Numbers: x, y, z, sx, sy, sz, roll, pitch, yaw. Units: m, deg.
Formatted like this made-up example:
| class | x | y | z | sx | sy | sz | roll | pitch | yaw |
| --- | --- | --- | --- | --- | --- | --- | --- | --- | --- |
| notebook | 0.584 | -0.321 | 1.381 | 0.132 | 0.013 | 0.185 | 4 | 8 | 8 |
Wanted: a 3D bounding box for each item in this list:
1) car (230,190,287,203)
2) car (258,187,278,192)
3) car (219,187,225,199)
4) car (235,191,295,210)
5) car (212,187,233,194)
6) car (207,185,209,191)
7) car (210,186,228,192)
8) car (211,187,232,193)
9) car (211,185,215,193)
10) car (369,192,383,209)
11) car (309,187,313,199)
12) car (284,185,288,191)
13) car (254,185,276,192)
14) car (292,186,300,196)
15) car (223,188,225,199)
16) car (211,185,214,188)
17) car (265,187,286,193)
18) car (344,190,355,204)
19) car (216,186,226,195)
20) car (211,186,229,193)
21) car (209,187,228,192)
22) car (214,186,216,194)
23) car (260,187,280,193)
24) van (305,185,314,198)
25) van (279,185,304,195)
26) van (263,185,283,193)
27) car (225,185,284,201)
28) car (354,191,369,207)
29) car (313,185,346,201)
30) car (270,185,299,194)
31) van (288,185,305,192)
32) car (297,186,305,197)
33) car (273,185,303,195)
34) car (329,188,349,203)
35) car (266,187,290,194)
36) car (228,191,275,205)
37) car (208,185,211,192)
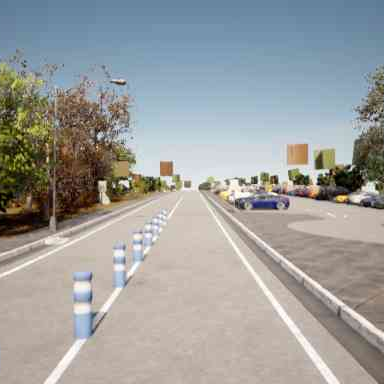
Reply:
| class | x | y | z | sx | sy | sz | roll | pitch | yaw |
| --- | --- | --- | --- | --- | --- | --- | --- | --- | --- |
| car | 6.830 | 0.830 | 34.290 | 5.008 | 1.535 | 2.097 | 0 | 2 | 0 |
| car | 20.366 | -0.680 | 89.544 | 5.008 | 1.535 | 2.097 | 0 | 1 | 0 |
| car | 6.733 | 0.465 | 45.390 | 5.366 | 1.575 | 1.946 | 0 | 2 | 0 |
| car | 6.772 | 0.951 | 31.517 | 4.792 | 1.488 | 2.163 | 0 | 2 | 0 |
| car | 7.206 | -0.412 | 78.679 | 4.892 | 1.521 | 2.231 | 0 | 1 | 0 |
| car | 7.061 | -0.549 | 84.231 | 5.366 | 1.575 | 1.946 | 0 | 1 | 0 |
| car | 7.262 | -0.804 | 89.777 | 4.553 | 1.767 | 2.185 | 0 | 1 | 0 |
| car | 7.217 | -0.479 | 81.454 | 4.892 | 1.521 | 2.231 | 0 | 1 | 0 |
| car | 7.100 | -0.185 | 70.354 | 4.792 | 1.488 | 2.163 | 0 | 1 | 0 |
| car | 19.913 | 0.788 | 31.525 | 4.553 | 1.767 | 2.185 | 0 | 2 | 0 |
| car | 19.993 | 0.405 | 48.016 | 4.792 | 1.488 | 2.163 | 0 | 2 | 0 |
| car | 20.143 | -0.017 | 61.851 | 5.008 | 1.535 | 2.097 | 0 | 1 | 0 |
| car | 20.367 | -1.000 | 92.432 | 5.566 | 2.045 | 2.435 | 0 | 1 | 0 |
| car | 20.120 | 0.154 | 56.315 | 4.792 | 1.488 | 2.163 | 0 | 1 | 0 |
| car | 6.902 | 0.560 | 42.614 | 4.892 | 1.521 | 2.231 | 0 | 2 | 0 |
| car | 7.124 | -0.251 | 73.129 | 4.792 | 1.488 | 2.163 | 0 | 1 | 0 |
| car | 20.305 | -0.444 | 81.361 | 4.674 | 1.452 | 2.002 | 0 | 1 | 0 |
| car | 19.925 | 0.777 | 36.943 | 4.674 | 1.452 | 2.002 | 0 | 2 | 0 |
| car | 6.781 | 0.283 | 51.060 | 5.366 | 1.575 | 1.946 | 0 | 2 | 0 |
| car | 7.238 | -0.738 | 87.002 | 4.553 | 1.767 | 2.185 | 0 | 1 | 0 |
| car | 7.311 | -0.745 | 92.556 | 5.008 | 1.535 | 2.097 | 0 | 1 | 0 |
| car | 7.088 | 0.015 | 62.027 | 4.792 | 1.488 | 2.163 | 0 | 1 | 0 |
| car | 20.346 | -0.573 | 86.775 | 4.674 | 1.452 | 2.002 | 0 | 1 | 0 |
| van | 20.162 | 0.057 | 50.899 | 4.442 | 1.987 | 1.878 | 0 | 2 | 0 |
| van | 20.068 | -0.375 | 67.385 | 4.442 | 1.987 | 1.878 | 0 | 1 | 0 |
| van | 20.442 | -0.776 | 84.124 | 4.442 | 1.987 | 1.878 | 0 | 1 | 0 |
| car | 6.877 | 0.489 | 37.056 | 5.566 | 2.045 | 2.435 | 0 | 2 | 0 |
| car | 19.875 | 0.856 | 34.174 | 4.792 | 1.488 | 2.163 | 0 | 2 | 0 |
| car | 20.026 | 0.214 | 45.238 | 5.566 | 2.045 | 2.435 | 0 | 2 | 0 |
| car | 20.203 | -0.533 | 72.921 | 5.566 | 2.045 | 2.435 | 0 | 1 | 0 |
| van | 20.006 | -0.173 | 59.061 | 4.442 | 1.987 | 1.878 | 0 | 1 | 0 |
| car | 20.098 | 0.228 | 53.677 | 4.792 | 1.488 | 2.163 | 0 | 2 | 1 |
| car | 20.180 | -0.467 | 70.152 | 5.566 | 2.045 | 2.435 | 0 | 1 | 0 |
| car | 19.766 | 0.643 | 39.712 | 5.366 | 1.575 | 1.946 | 0 | 2 | 0 |
| car | 20.272 | -0.415 | 78.467 | 5.008 | 1.535 | 2.097 | 0 | 1 | 0 |
| car | 7.057 | 0.646 | 39.838 | 5.366 | 1.575 | 1.946 | 0 | 2 | 0 |
| car | 6.991 | -0.350 | 75.905 | 5.366 | 1.575 | 1.946 | 0 | 1 | 0 |
